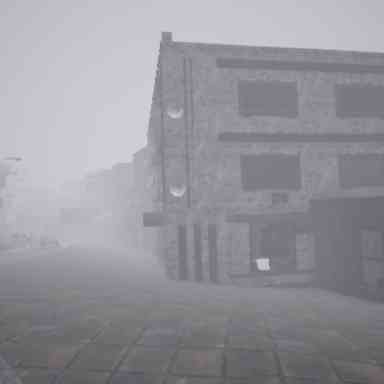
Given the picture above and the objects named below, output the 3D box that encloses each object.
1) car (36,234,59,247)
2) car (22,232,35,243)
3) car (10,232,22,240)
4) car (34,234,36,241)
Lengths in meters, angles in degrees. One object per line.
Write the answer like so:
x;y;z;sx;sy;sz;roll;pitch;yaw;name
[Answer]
-17.507;5.899;40.870;2.128;1.511;4.902;-1;-6;-22;car
-27.849;8.106;58.542;1.994;1.385;4.181;0;-5;-42;car
-34.377;8.595;65.876;1.882;1.535;5.008;0;-4;-43;car
-22.077;7.172;50.085;1.895;1.301;4.718;-1;-6;-30;car
